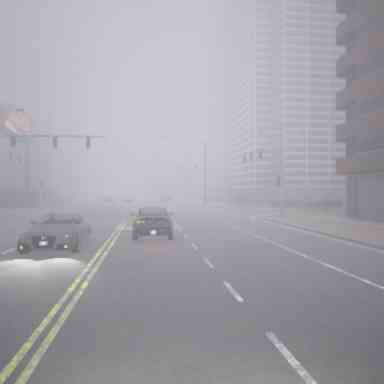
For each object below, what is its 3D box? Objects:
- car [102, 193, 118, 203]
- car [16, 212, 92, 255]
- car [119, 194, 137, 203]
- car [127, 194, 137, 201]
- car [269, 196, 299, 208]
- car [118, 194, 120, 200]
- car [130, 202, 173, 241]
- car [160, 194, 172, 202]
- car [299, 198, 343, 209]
[{"bbox_3d":[-15.278,1.342,61.330,1.994,1.385,4.181,0,0,-7],"label":"car"},{"bbox_3d":[-5.210,1.517,13.082,1.994,1.385,4.181,0,0,-7],"label":"car"},{"bbox_3d":[-11.791,1.326,61.673,2.033,1.411,5.357,0,0,-7],"label":"car"},{"bbox_3d":[-13.838,1.249,77.090,2.128,1.511,4.902,0,0,-8],"label":"car"},{"bbox_3d":[13.114,1.324,45.877,5.008,1.535,1.882,0,0,-8],"label":"car"},{"bbox_3d":[-17.239,1.250,76.128,1.812,1.442,4.674,0,0,-8],"label":"car"},{"bbox_3d":[-1.973,1.447,16.489,1.837,1.490,4.892,0,0,-8],"label":"car"},{"bbox_3d":[-5.289,1.115,66.898,2.097,1.767,4.553,0,0,-8],"label":"car"},{"bbox_3d":[16.726,1.460,42.853,4.718,1.301,1.895,0,0,-8],"label":"car"}]
